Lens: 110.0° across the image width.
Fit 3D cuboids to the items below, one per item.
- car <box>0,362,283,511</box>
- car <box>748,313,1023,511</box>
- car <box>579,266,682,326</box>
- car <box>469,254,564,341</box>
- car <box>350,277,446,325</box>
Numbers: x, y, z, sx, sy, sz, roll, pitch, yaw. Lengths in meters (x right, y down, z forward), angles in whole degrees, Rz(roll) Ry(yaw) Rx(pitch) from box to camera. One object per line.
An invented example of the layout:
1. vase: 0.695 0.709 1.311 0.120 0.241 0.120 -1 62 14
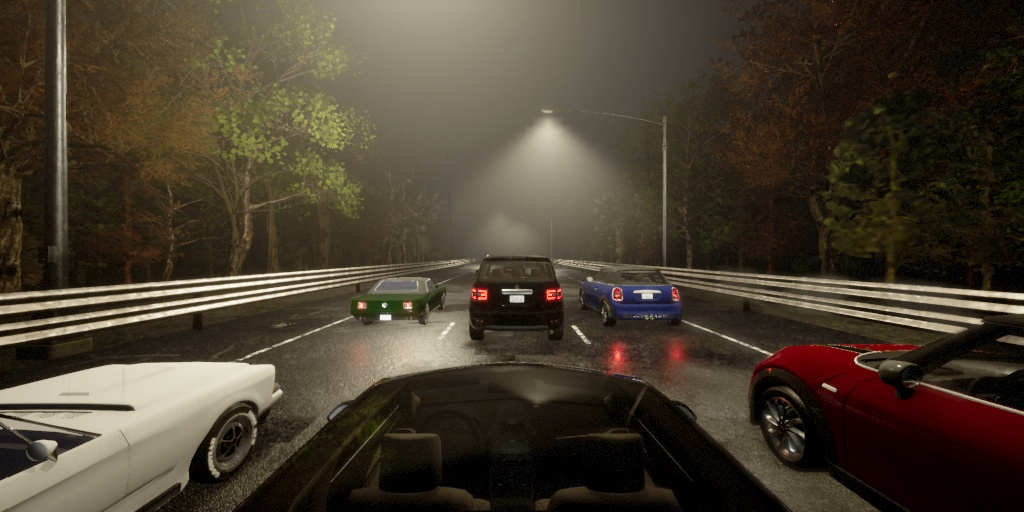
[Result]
1. car: -3.401 1.351 1.707 1.895 1.301 4.718 0 0 0
2. car: 3.595 1.102 1.992 2.097 1.767 4.553 0 0 0
3. car: 3.605 1.099 11.744 2.097 1.767 4.553 0 0 -1
4. car: 0.103 0.970 10.045 2.150 2.045 5.566 0 0 0
5. car: -3.395 1.348 11.762 1.895 1.301 4.718 0 0 -1
